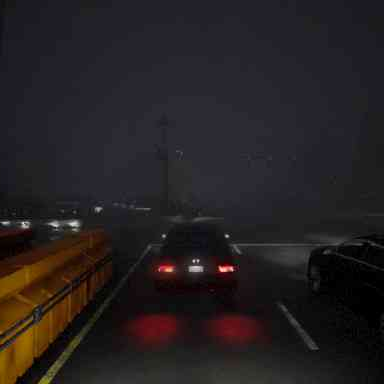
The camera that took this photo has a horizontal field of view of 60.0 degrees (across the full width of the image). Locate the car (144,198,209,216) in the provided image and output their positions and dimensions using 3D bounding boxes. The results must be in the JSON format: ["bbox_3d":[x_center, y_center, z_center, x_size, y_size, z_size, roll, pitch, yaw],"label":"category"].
[{"bbox_3d":[-1.466,1.547,30.534,5.357,1.411,2.033,0,0,35],"label":"car"}]

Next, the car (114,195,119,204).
[{"bbox_3d":[-13.956,1.323,65.605,2.097,1.767,4.553,0,1,0],"label":"car"}]

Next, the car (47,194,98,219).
[{"bbox_3d":[-10.552,1.221,29.945,2.150,2.045,5.566,0,0,0],"label":"car"}]

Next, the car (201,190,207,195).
[{"bbox_3d":[3.479,0.190,88.555,1.994,1.385,4.181,0,7,0],"label":"car"}]

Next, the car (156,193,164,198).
[{"bbox_3d":[-6.966,1.457,66.004,2.128,1.511,4.902,0,1,0],"label":"car"}]

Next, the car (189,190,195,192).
[{"bbox_3d":[-0.021,0.116,88.533,1.882,1.535,5.008,0,7,0],"label":"car"}]

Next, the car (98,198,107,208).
[{"bbox_3d":[-14.017,1.564,49.267,1.994,1.385,4.181,0,0,0],"label":"car"}]

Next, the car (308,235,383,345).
[{"bbox_3d":[3.577,1.492,5.811,2.128,1.511,4.902,0,0,0],"label":"car"}]

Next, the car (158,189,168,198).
[{"bbox_3d":[-6.991,0.465,80.776,2.150,2.045,5.566,0,3,0],"label":"car"}]

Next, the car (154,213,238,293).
[{"bbox_3d":[0.096,1.547,8.990,2.033,1.411,5.357,0,0,0],"label":"car"}]

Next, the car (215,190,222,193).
[{"bbox_3d":[6.979,0.138,88.563,1.837,1.490,4.892,0,7,0],"label":"car"}]

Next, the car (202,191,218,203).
[{"bbox_3d":[3.653,1.258,68.983,2.097,1.767,4.553,0,1,0],"label":"car"}]

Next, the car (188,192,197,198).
[{"bbox_3d":[0.152,1.403,69.363,1.837,1.490,4.892,0,2,0],"label":"car"}]

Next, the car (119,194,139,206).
[{"bbox_3d":[-10.497,1.547,56.679,2.033,1.411,5.357,0,0,0],"label":"car"}]

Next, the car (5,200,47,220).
[{"bbox_3d":[-14.054,1.504,28.676,1.837,1.490,4.892,0,0,0],"label":"car"}]

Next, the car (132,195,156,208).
[{"bbox_3d":[-7.018,1.547,49.191,2.033,1.411,5.357,0,0,0],"label":"car"}]

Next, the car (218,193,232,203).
[{"bbox_3d":[7.135,1.445,69.821,1.994,1.385,4.181,0,2,0],"label":"car"}]
